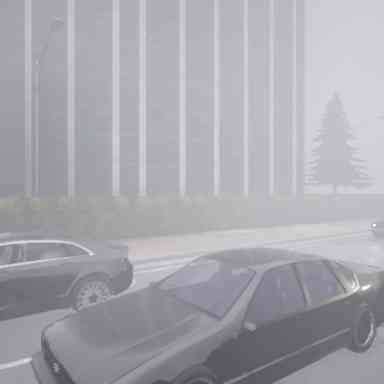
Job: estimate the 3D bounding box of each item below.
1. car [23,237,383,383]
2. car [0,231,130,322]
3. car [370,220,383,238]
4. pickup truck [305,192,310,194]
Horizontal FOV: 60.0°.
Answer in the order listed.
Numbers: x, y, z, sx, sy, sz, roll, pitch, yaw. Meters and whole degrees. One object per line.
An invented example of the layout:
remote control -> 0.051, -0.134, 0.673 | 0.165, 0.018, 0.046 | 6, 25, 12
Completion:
car -> 0.832, 1.548, 4.601 | 5.357, 1.411, 2.033 | 0, 0, -36
car -> -3.409, 1.491, 5.846 | 4.902, 1.511, 2.128 | 0, 0, -36
car -> 10.488, 1.601, 15.845 | 4.718, 1.301, 1.895 | 0, 0, -35
pickup truck -> 25.298, 1.059, 75.759 | 2.390, 2.098, 6.274 | 0, 0, -6
